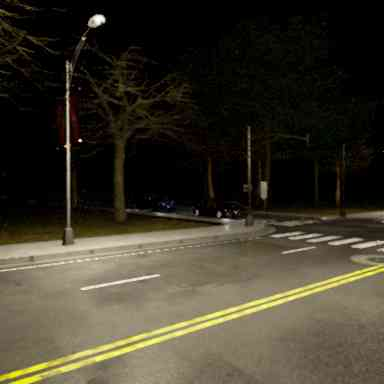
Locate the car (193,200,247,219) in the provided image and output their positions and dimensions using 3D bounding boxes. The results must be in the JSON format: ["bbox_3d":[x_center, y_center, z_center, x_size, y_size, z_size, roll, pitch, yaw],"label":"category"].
[{"bbox_3d":[2.018,1.439,28.507,1.837,1.490,4.892,0,0,-38],"label":"car"}]

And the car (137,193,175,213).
[{"bbox_3d":[-4.093,1.179,36.809,2.150,2.045,5.566,0,0,-37],"label":"car"}]

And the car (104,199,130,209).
[{"bbox_3d":[-10.231,1.584,45.160,1.895,1.301,4.718,0,0,-36],"label":"car"}]
